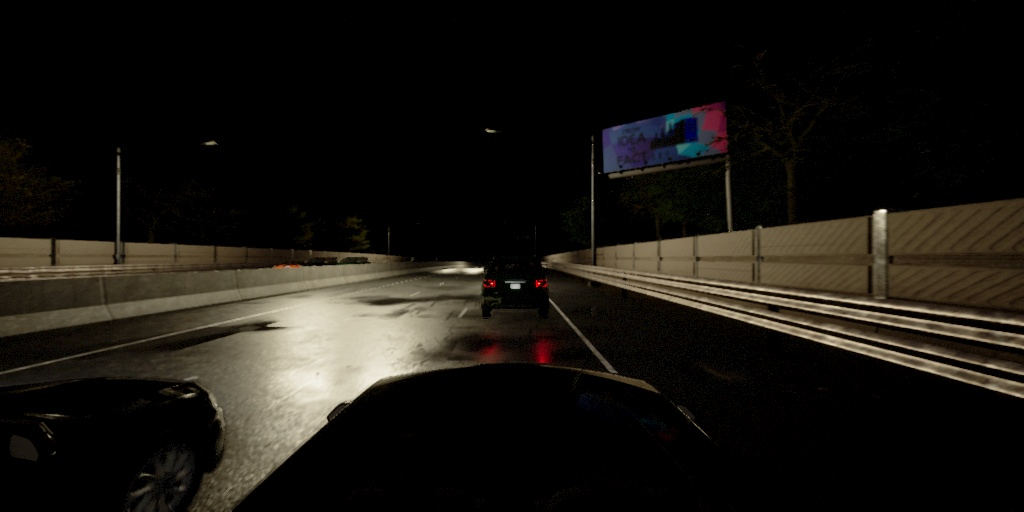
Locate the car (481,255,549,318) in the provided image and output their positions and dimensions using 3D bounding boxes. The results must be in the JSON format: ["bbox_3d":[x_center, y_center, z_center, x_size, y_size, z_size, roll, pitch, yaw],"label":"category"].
[{"bbox_3d":[0.103,1.002,13.282,2.150,2.045,5.566,0,0,0],"label":"car"}]

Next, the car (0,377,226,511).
[{"bbox_3d":[-3.400,1.255,1.102,1.837,1.490,4.892,0,0,0],"label":"car"}]

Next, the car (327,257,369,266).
[{"bbox_3d":[-17.585,1.120,39.417,2.150,2.045,5.566,0,0,0],"label":"car"}]

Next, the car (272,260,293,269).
[{"bbox_3d":[-24.577,1.257,39.968,2.097,1.767,4.553,0,-1,0],"label":"car"}]

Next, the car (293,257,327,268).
[{"bbox_3d":[-21.084,1.121,39.414,2.150,2.045,5.566,0,0,0],"label":"car"}]
